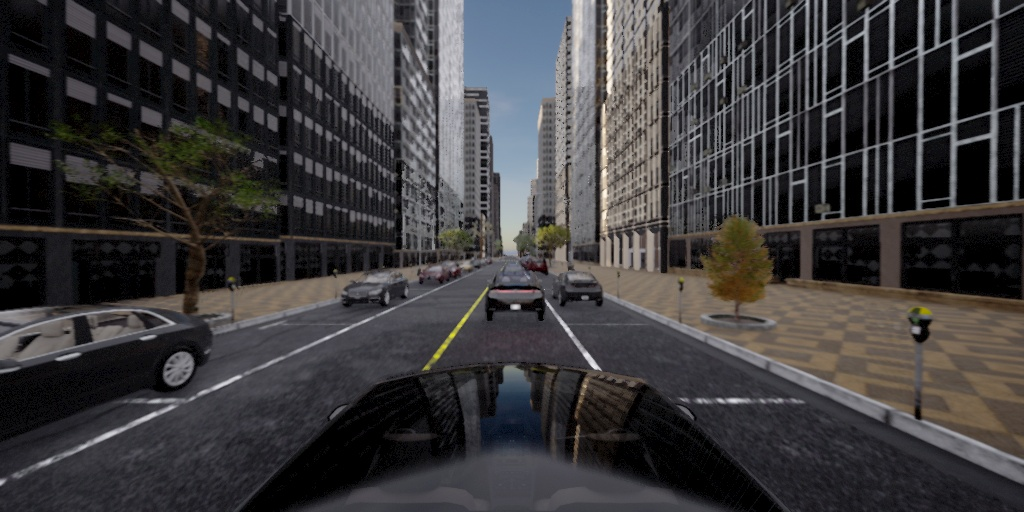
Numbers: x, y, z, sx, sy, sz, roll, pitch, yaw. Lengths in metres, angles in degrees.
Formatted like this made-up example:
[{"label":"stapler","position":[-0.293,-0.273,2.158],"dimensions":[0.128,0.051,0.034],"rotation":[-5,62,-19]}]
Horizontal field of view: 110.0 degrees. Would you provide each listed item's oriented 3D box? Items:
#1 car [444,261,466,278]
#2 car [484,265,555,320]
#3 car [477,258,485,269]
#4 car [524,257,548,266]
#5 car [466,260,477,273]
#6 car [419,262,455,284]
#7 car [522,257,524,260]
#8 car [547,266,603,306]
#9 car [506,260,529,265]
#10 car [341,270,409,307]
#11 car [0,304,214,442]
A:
[{"label":"car","position":[-5.688,1.178,32.438],"dimensions":[1.967,1.591,4.097],"rotation":[0,0,0]},{"label":"car","position":[0.101,1.237,12.639],"dimensions":[2.128,1.511,4.902],"rotation":[0,0,0]},{"label":"car","position":[-5.686,1.293,55.173],"dimensions":[1.948,1.339,4.313],"rotation":[0,0,0]},{"label":"car","position":[2.693,1.050,38.121],"dimensions":[2.192,1.841,5.009],"rotation":[0,0,0]},{"label":"car","position":[-5.687,1.258,43.636],"dimensions":[1.751,1.417,4.829],"rotation":[0,0,0]},{"label":"car","position":[-5.689,1.322,26.754],"dimensions":[1.802,1.307,4.207],"rotation":[0,0,0]},{"label":"car","position":[2.693,1.048,43.806],"dimensions":[2.192,1.841,5.009],"rotation":[0,0,0]},{"label":"car","position":[2.691,1.295,15.386],"dimensions":[2.007,1.370,4.403],"rotation":[0,0,0]},{"label":"car","position":[0.106,1.286,30.863],"dimensions":[2.033,1.411,5.357],"rotation":[0,0,0]},{"label":"car","position":[-5.690,1.295,15.387],"dimensions":[2.007,1.370,4.403],"rotation":[0,0,0]},{"label":"car","position":[-5.692,1.300,4.020],"dimensions":[2.007,1.370,4.403],"rotation":[0,0,0]}]
